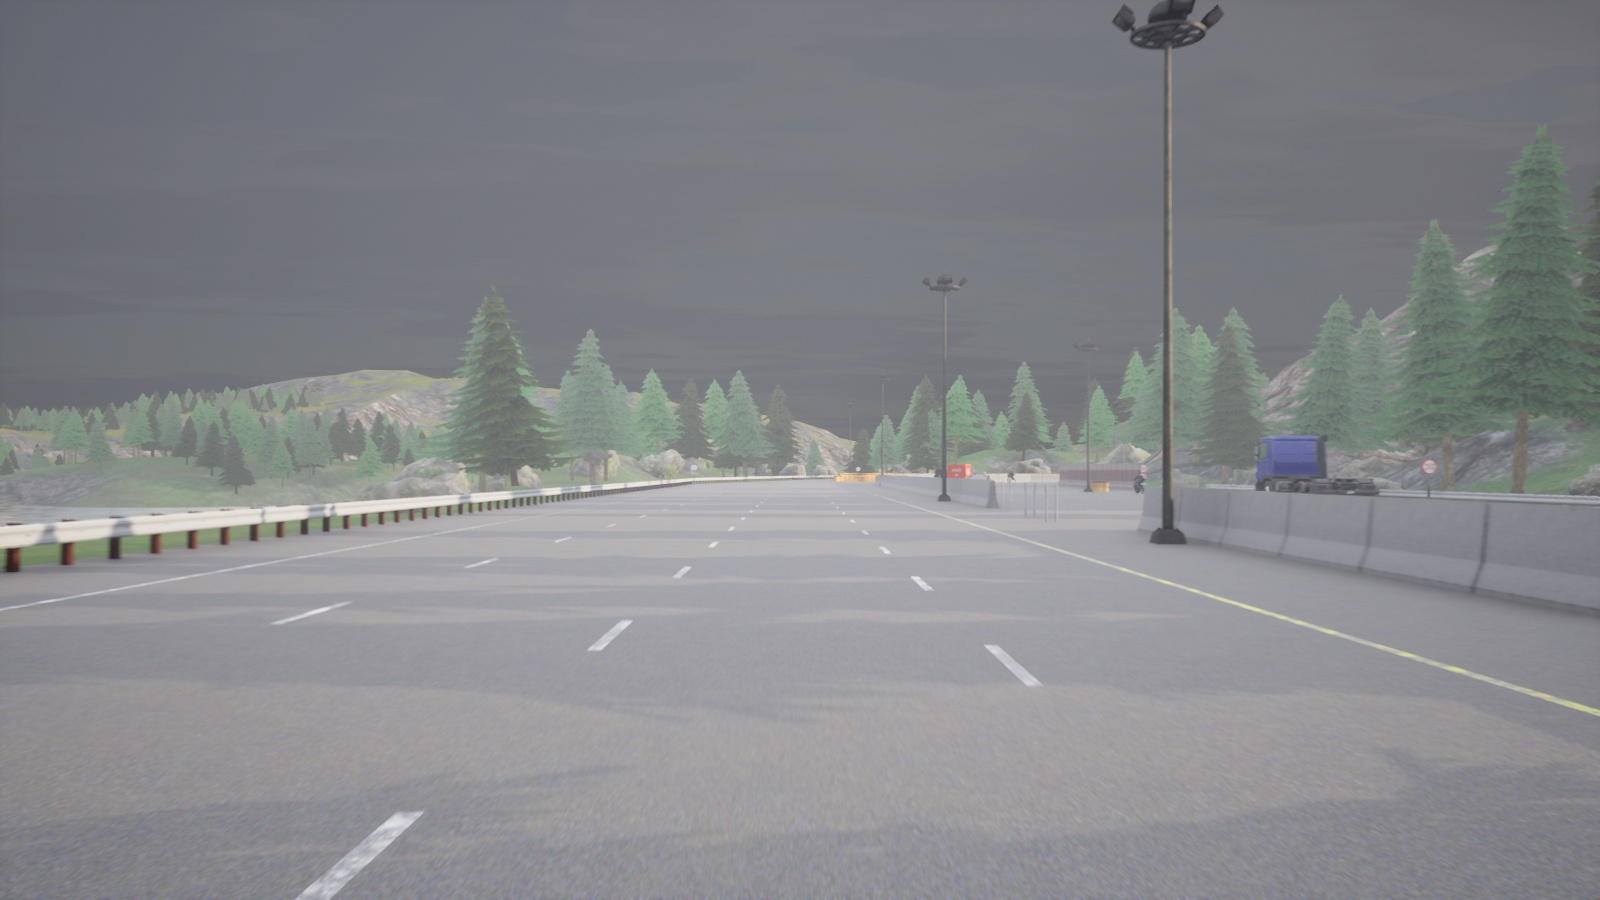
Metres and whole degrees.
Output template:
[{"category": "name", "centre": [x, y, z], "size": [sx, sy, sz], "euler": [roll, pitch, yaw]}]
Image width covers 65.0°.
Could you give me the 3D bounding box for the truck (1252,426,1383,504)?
[{"category": "truck", "centre": [24.356, 0.730, 59.642], "size": [2.891, 3.462, 7.936], "euler": [0, -1, 0]}]
